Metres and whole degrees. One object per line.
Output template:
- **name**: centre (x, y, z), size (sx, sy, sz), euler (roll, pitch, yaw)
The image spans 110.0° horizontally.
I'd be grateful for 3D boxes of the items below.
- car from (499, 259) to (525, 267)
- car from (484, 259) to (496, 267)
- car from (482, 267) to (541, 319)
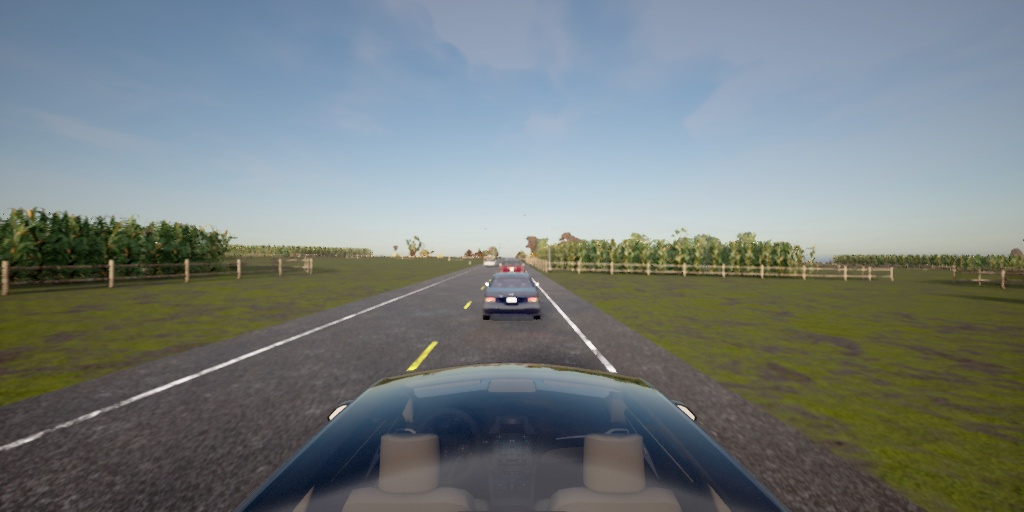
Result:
- **car**: centre (0.000, 1.036, 29.680), size (2.097, 1.767, 4.553), euler (0, 0, 0)
- **car**: centre (-3.651, 1.209, 59.808), size (1.895, 1.301, 4.718), euler (0, 0, 0)
- **car**: centre (0.004, 1.272, 12.551), size (2.033, 1.411, 5.357), euler (0, 0, 0)
